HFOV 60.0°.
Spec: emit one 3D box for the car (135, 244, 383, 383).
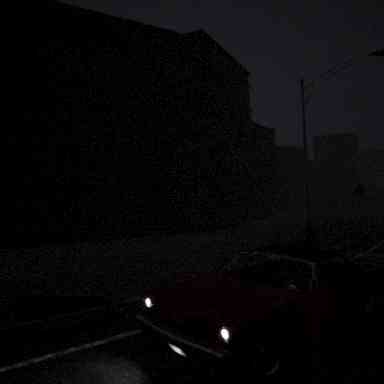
[{"bbox_3d":[1.457,1.637,5.570,4.718,1.301,1.895,0,-1,-42],"label":"car"}]
